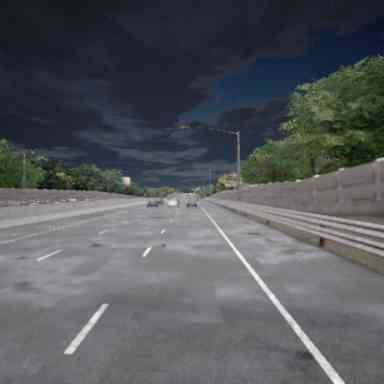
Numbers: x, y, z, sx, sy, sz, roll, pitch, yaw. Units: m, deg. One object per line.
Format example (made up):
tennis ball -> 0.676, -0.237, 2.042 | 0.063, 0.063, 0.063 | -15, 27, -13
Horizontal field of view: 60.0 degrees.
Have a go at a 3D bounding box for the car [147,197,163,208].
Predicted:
car -> -7.000, 2.057, 59.966 | 2.033, 1.411, 5.357 | 0, -1, 0

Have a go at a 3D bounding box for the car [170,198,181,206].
car -> -3.500, 2.069, 71.295 | 2.128, 1.511, 4.902 | 0, -1, 0

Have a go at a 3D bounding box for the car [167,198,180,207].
car -> -3.499, 2.047, 61.216 | 1.812, 1.442, 4.674 | 0, -1, 0

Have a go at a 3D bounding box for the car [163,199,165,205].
car -> -7.000, 1.871, 70.500 | 2.097, 1.767, 4.553 | 0, -1, 0

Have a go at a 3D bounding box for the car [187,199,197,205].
car -> 0.000, 2.140, 71.334 | 1.895, 1.301, 4.718 | 0, -1, 0

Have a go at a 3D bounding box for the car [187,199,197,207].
car -> 0.001, 2.086, 61.216 | 1.994, 1.385, 4.181 | 0, -1, 0
